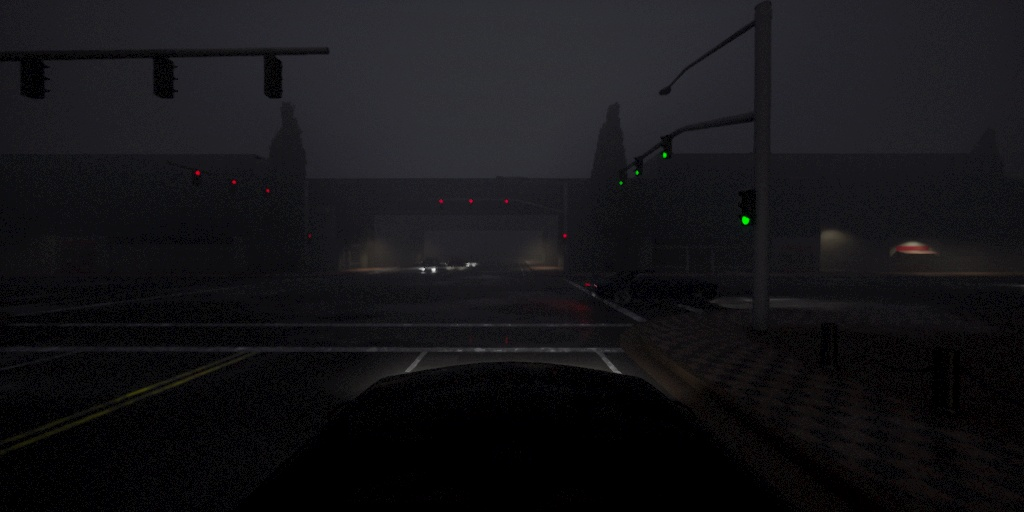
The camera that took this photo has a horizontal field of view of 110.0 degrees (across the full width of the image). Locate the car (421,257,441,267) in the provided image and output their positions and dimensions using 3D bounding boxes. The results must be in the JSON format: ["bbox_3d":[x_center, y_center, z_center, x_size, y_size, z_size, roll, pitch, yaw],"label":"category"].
[{"bbox_3d":[-11.148,0.793,49.542,1.895,1.301,4.718,0,1,1],"label":"car"}]

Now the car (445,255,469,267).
[{"bbox_3d":[-7.643,0.663,50.123,1.882,1.535,5.008,0,1,1],"label":"car"}]

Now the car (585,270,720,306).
[{"bbox_3d":[5.413,1.207,14.072,4.718,1.301,1.895,0,1,0],"label":"car"}]
